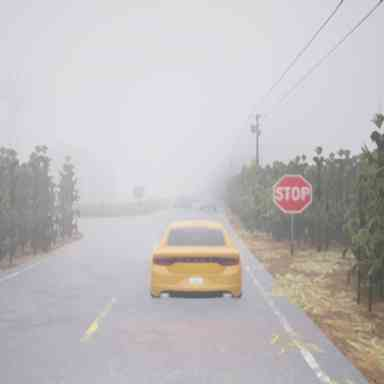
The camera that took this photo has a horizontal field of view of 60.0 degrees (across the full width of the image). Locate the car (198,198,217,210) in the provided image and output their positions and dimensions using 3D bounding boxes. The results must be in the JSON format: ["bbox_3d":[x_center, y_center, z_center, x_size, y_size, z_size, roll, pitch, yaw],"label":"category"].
[{"bbox_3d":[2.027,1.429,40.200,1.812,1.442,4.674,0,0,5],"label":"car"}]

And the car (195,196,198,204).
[{"bbox_3d":[0.343,1.423,58.669,1.994,1.385,4.181,0,0,6],"label":"car"}]

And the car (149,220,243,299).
[{"bbox_3d":[0.113,1.457,8.490,1.882,1.535,5.008,0,0,1],"label":"car"}]

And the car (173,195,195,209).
[{"bbox_3d":[-1.154,1.250,42.610,2.097,1.767,4.553,0,0,5],"label":"car"}]
